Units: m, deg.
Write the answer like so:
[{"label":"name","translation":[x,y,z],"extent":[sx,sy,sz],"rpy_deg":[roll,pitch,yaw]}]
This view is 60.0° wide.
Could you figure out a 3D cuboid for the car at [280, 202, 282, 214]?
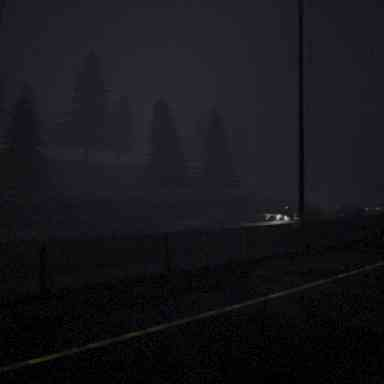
[{"label":"car","translation":[12.972,1.898,40.303],"extent":[2.097,1.767,4.553],"rpy_deg":[-1,-1,40]}]

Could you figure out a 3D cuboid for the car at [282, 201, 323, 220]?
[{"label":"car","translation":[11.354,1.943,33.153],"extent":[2.128,1.511,4.902],"rpy_deg":[-1,-1,42]}]

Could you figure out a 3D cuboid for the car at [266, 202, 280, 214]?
[{"label":"car","translation":[11.565,2.123,44.065],"extent":[1.812,1.442,4.674],"rpy_deg":[-1,-1,39]}]

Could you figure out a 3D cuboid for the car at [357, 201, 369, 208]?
[{"label":"car","translation":[34.569,2.455,67.250],"extent":[1.994,1.385,4.181],"rpy_deg":[0,-1,26]}]

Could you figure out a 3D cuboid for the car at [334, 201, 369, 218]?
[{"label":"car","translation":[15.421,1.933,32.425],"extent":[2.128,1.511,4.902],"rpy_deg":[-1,-1,42]}]

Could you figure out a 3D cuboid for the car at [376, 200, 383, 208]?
[{"label":"car","translation":[38.096,2.386,66.546],"extent":[1.812,1.442,4.674],"rpy_deg":[0,-1,26]}]

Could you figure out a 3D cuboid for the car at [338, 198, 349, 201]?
[{"label":"car","translation":[34.329,2.180,75.368],"extent":[2.097,1.767,4.553],"rpy_deg":[0,-1,24]}]
